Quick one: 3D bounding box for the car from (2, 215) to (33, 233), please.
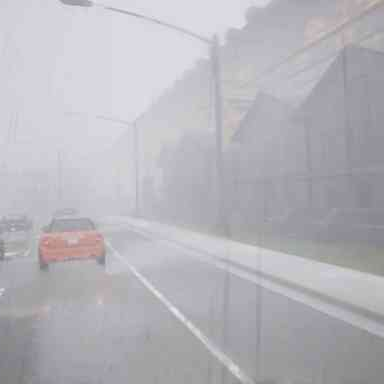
[{"bbox_3d":[-13.095,2.349,24.934,1.895,1.301,4.718,-2,-1,-21],"label":"car"}]

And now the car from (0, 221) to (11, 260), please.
[{"bbox_3d":[-7.891,1.973,11.591,1.994,1.385,4.181,-2,-1,-21],"label":"car"}]

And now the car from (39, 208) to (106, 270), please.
[{"bbox_3d":[-4.586,1.665,12.722,2.097,1.767,4.553,-2,-1,-21],"label":"car"}]
